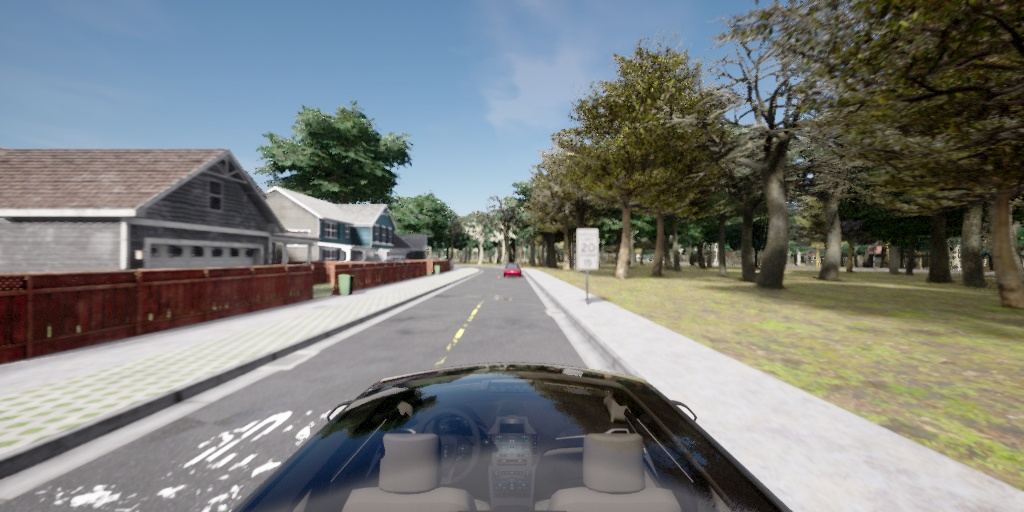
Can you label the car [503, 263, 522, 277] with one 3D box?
[{"bbox_3d":[0.056,1.551,38.649,1.994,1.385,4.181,0,0,1],"label":"car"}]
